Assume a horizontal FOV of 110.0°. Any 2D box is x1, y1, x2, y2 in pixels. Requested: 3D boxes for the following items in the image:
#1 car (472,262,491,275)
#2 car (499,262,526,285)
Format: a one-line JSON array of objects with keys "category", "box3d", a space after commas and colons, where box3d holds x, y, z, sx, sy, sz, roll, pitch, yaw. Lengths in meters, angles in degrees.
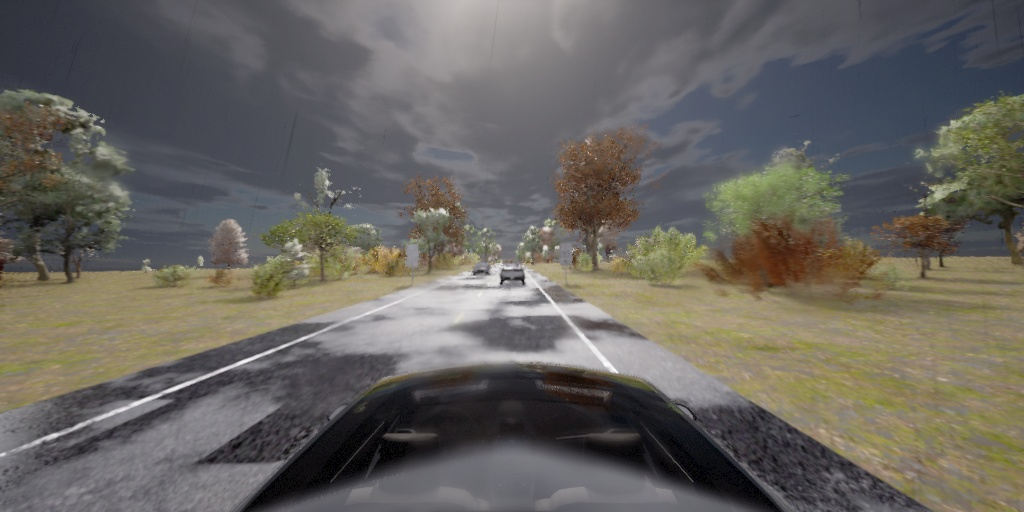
[{"category": "car", "box3d": [-3.446, 1.486, 41.649, 1.837, 1.490, 4.892, -1, 0, 0]}, {"category": "car", "box3d": [0.049, 1.329, 27.242, 2.128, 1.511, 4.902, -1, 0, 1]}]
